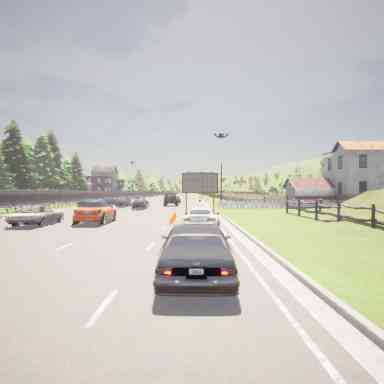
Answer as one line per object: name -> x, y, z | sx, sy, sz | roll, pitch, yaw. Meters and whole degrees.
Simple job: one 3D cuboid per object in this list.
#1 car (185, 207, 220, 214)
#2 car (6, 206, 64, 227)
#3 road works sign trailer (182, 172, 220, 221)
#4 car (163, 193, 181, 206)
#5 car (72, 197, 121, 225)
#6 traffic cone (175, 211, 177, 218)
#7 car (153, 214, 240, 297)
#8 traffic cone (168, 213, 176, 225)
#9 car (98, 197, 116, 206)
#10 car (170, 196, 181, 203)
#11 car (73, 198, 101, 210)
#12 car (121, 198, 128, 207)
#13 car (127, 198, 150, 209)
car -> 0.549, 1.538, 18.430 | 1.812, 1.442, 4.674 | 0, -1, 6
car -> -10.372, 1.600, 22.464 | 1.895, 1.301, 4.718 | 0, 0, 0
road works sign trailer -> 0.514, 0.464, 22.044 | 2.380, 3.560, 2.880 | 0, 0, -4
car -> -3.334, 1.221, 53.307 | 2.150, 2.045, 5.566 | 0, 0, 0
car -> -6.872, 1.352, 23.943 | 2.097, 1.767, 4.553 | 0, 0, 0
traffic cone -> -1.456, 1.955, 25.127 | 0.340, 0.580, 0.340 | 0, 0, 0
car -> 0.108, 1.547, 8.770 | 2.033, 1.411, 5.357 | 0, 0, 1
traffic cone -> -1.459, 1.955, 23.127 | 0.340, 0.580, 0.340 | 0, 0, 0
car -> -13.832, 1.564, 54.390 | 1.994, 1.385, 4.181 | 0, 0, 0
car -> -3.315, 1.564, 68.522 | 1.994, 1.385, 4.181 | 0, 0, 0
car -> -13.825, 1.546, 44.176 | 2.033, 1.411, 5.357 | 0, 0, -1
car -> -10.337, 1.547, 50.404 | 2.033, 1.411, 5.357 | 0, 0, 0
car -> -6.858, 1.547, 44.766 | 2.033, 1.411, 5.357 | 0, 0, 0
